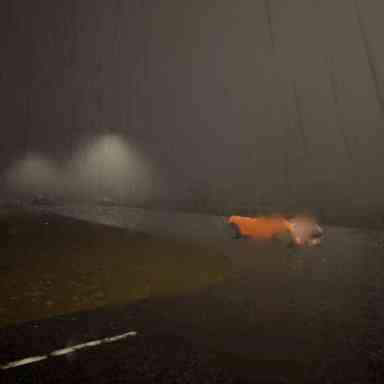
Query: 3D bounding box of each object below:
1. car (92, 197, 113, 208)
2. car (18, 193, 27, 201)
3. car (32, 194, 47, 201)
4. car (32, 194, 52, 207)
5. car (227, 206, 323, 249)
[{"bbox_3d":[-13.451,1.502,49.867,2.128,1.511,4.902,1,0,-37],"label":"car"},{"bbox_3d":[-38.539,1.233,75.578,1.837,1.490,4.892,1,0,-30],"label":"car"},{"bbox_3d":[-37.312,1.280,81.321,2.128,1.511,4.902,1,0,-37],"label":"car"},{"bbox_3d":[-22.842,1.443,50.590,2.033,1.411,5.357,1,0,-38],"label":"car"},{"bbox_3d":[3.756,1.481,15.601,2.097,1.767,4.553,1,0,-37],"label":"car"}]
